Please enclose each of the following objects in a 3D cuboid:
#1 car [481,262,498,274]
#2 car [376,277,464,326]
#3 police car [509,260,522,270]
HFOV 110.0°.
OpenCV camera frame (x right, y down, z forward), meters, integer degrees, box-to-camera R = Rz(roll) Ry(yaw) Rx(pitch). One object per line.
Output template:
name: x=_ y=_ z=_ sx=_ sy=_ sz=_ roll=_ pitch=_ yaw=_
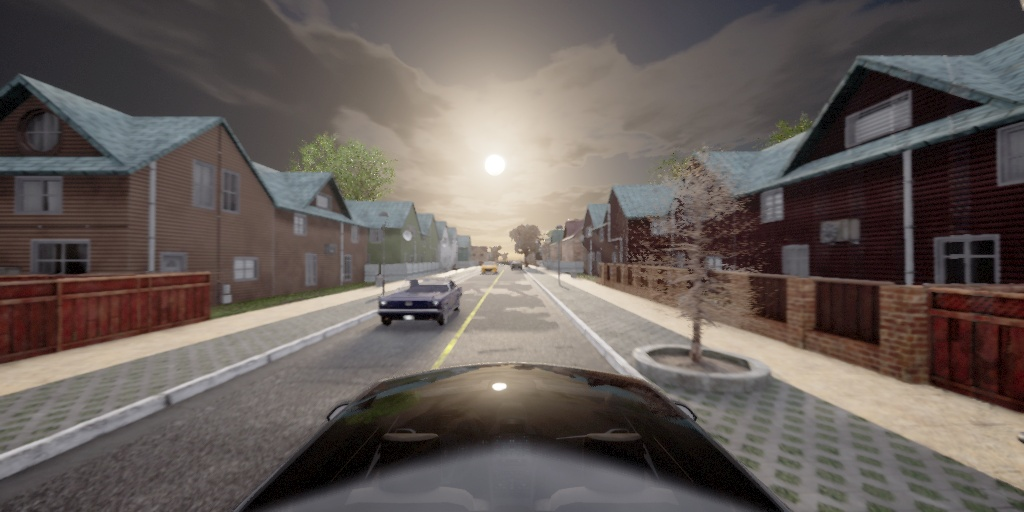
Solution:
car: x=-2.828 y=1.459 z=45.534 sx=1.882 sy=1.535 sz=5.008 roll=0 pitch=-1 yaw=0
car: x=-2.827 y=1.382 z=11.970 sx=1.895 sy=1.301 sz=4.718 roll=0 pitch=0 yaw=-1
police car: x=0.822 y=1.589 z=63.213 sx=1.930 sy=1.638 sz=5.238 roll=0 pitch=-1 yaw=0
